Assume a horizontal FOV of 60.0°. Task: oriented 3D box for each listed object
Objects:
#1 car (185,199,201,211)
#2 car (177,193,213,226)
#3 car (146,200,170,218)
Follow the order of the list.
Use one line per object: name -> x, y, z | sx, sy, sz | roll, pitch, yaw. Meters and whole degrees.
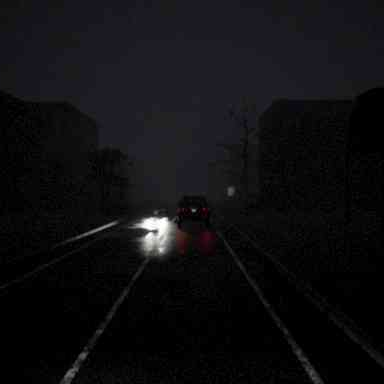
car -> 0.098, 1.637, 41.899 | 1.895, 1.301, 4.718 | 0, 0, 0
car -> 0.100, 1.249, 23.618 | 2.150, 2.045, 5.566 | 0, 0, 0
car -> -3.099, 1.521, 30.776 | 2.128, 1.511, 4.902 | 0, 0, 0
